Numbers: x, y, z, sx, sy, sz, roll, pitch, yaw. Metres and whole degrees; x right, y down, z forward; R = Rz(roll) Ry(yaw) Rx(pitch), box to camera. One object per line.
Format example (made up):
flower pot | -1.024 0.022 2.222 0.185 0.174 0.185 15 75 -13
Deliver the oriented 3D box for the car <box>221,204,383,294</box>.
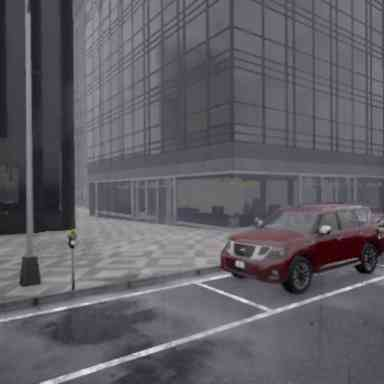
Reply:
car | 3.119 1.287 8.881 5.009 1.841 2.192 0 0 -36
